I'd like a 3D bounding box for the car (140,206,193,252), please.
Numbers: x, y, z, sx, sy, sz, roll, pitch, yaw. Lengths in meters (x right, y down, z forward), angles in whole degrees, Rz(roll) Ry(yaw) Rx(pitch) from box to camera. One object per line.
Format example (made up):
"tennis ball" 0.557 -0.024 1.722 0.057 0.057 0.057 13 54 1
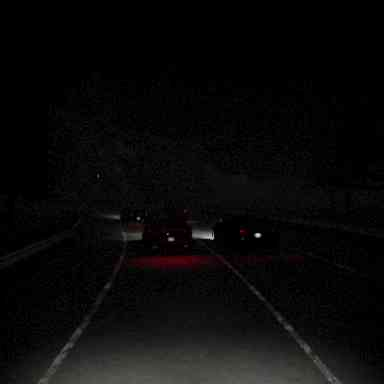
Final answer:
"car" -1.208 1.619 14.786 1.882 1.535 5.008 0 0 -10

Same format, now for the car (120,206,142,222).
"car" -5.114 1.882 29.193 1.895 1.301 4.718 0 -1 -20

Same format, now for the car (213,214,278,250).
"car" 2.277 1.706 15.175 1.994 1.385 4.181 0 -1 -10
